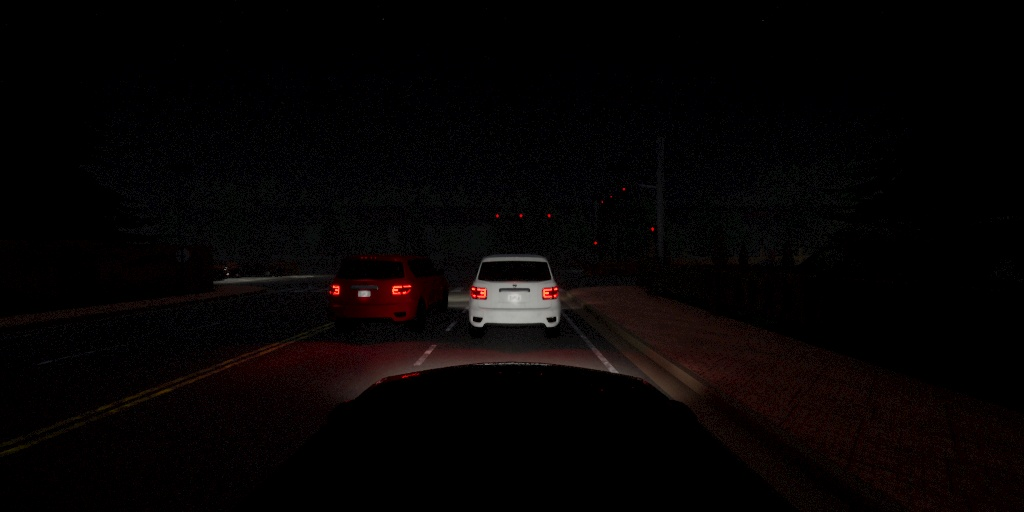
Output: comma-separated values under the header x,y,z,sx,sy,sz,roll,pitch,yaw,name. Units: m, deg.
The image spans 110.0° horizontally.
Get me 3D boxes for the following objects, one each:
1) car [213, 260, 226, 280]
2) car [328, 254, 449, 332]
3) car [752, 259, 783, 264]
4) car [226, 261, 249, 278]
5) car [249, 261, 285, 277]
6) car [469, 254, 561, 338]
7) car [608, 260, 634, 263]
x,y,z,sx,sy,sz,roll,pitch,yaw,name
-25.923,1.227,28.125,5.008,1.535,1.882,0,0,0,car
-3.420,0.971,11.003,2.150,2.045,5.566,0,0,0,car
35.049,1.191,48.957,4.892,1.490,1.837,-1,0,0,car
-26.474,1.103,31.631,4.553,1.767,2.097,0,0,0,car
-24.950,1.228,35.119,5.008,1.535,1.882,1,0,0,car
0.079,0.971,10.322,2.150,2.045,5.566,0,0,1,car
14.262,1.254,49.054,4.892,1.490,1.837,0,0,0,car
